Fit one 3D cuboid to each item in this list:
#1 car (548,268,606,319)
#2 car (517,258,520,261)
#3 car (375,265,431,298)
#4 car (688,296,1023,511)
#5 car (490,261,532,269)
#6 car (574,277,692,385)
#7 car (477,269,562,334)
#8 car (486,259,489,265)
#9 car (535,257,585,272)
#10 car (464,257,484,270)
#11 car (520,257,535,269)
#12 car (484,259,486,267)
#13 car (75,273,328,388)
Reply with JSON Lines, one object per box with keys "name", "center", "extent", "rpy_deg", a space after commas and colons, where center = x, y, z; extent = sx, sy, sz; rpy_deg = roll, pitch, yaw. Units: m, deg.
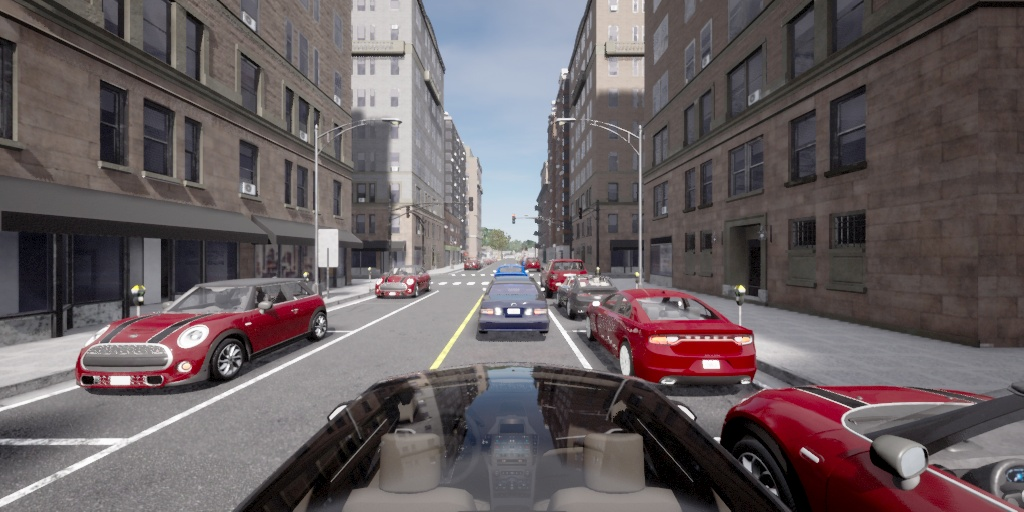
{"name": "car", "center": [2.601, 1.300, 12.643], "extent": [2.007, 1.370, 4.403], "rpy_deg": [0, 0, 0]}
{"name": "car", "center": [2.474, 1.059, 61.893], "extent": [2.192, 1.841, 5.009], "rpy_deg": [0, 0, 0]}
{"name": "car", "center": [-5.445, 1.189, 18.296], "extent": [1.967, 1.591, 4.097], "rpy_deg": [0, 0, 0]}
{"name": "car", "center": [2.642, 1.190, 1.279], "extent": [1.967, 1.591, 4.097], "rpy_deg": [0, 0, 0]}
{"name": "car", "center": [-0.064, 1.227, 20.436], "extent": [1.882, 1.535, 5.008], "rpy_deg": [0, 0, 0]}
{"name": "car", "center": [2.621, 1.295, 6.961], "extent": [1.888, 1.381, 4.507], "rpy_deg": [0, 0, 0]}
{"name": "car", "center": [0.047, 1.297, 10.617], "extent": [2.033, 1.411, 5.357], "rpy_deg": [0, 0, 0]}
{"name": "car", "center": [-5.628, 1.295, 61.862], "extent": [2.007, 1.370, 4.403], "rpy_deg": [0, 0, 0]}
{"name": "car", "center": [2.580, 1.064, 18.325], "extent": [2.192, 1.841, 5.009], "rpy_deg": [0, 0, 0]}
{"name": "car", "center": [-5.593, 1.061, 50.855], "extent": [2.192, 1.841, 5.009], "rpy_deg": [0, 0, 0]}
{"name": "car", "center": [2.546, 1.061, 45.381], "extent": [2.192, 1.841, 5.009], "rpy_deg": [0, 0, 0]}
{"name": "car", "center": [-5.610, 1.311, 56.358], "extent": [1.948, 1.339, 4.313], "rpy_deg": [0, 0, 0]}
{"name": "car", "center": [-5.404, 1.190, 6.931], "extent": [1.967, 1.591, 4.097], "rpy_deg": [0, 0, 0]}
